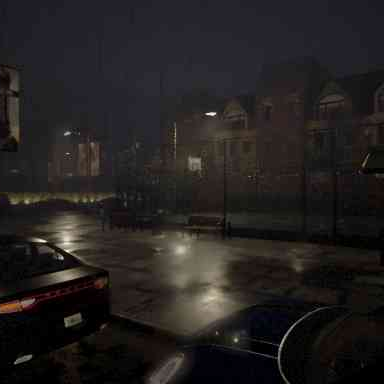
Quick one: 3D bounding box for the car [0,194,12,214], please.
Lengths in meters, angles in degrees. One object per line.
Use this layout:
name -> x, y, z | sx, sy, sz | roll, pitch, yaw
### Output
car -> -21.300, 1.221, 33.595 | 2.150, 2.045, 5.566 | 0, 0, 36

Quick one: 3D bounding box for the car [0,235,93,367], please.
car -> -3.532, 1.480, 5.656 | 5.008, 1.535, 2.097 | 0, 0, 35

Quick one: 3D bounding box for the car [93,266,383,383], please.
car -> 1.777, 1.354, 2.036 | 4.553, 1.767, 2.185 | 0, 0, 35

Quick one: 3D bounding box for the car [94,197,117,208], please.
car -> -11.611, 1.505, 47.347 | 1.837, 1.490, 4.892 | 0, 0, 35

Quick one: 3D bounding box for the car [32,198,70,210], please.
car -> -18.427, 1.491, 43.735 | 2.128, 1.511, 4.902 | 0, 0, 35
